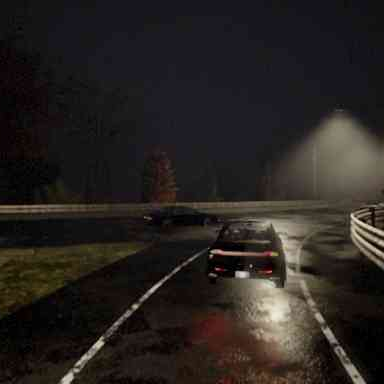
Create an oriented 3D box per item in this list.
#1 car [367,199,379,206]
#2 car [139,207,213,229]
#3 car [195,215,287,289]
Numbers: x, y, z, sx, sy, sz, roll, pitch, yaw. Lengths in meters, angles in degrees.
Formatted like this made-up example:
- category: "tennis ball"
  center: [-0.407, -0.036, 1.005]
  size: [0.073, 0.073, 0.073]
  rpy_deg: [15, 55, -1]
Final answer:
- category: "car"
  center: [36.342, 2.020, 66.903]
  size: [1.994, 1.385, 4.181]
  rpy_deg: [0, 0, 30]
- category: "car"
  center: [-0.835, 1.695, 22.572]
  size: [5.357, 1.411, 2.033]
  rpy_deg: [0, 0, -29]
- category: "car"
  center: [1.629, 1.557, 9.453]
  size: [2.128, 1.511, 4.902]
  rpy_deg: [0, 0, 13]
